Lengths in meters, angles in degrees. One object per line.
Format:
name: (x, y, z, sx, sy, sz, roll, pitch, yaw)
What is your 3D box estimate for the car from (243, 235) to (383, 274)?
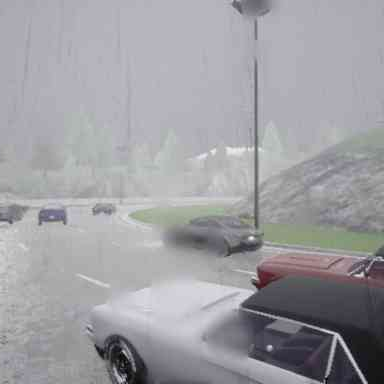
car: (3.514, 1.619, 5.901, 4.718, 1.301, 1.895, 0, 0, 37)

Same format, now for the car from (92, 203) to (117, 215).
car: (-9.425, 1.797, 36.235, 1.895, 1.301, 4.718, 0, 0, -5)

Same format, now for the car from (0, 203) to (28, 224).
car: (-14.503, 1.708, 25.747, 2.033, 1.411, 5.357, 0, 0, -17)

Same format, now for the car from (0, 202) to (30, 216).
car: (-20.121, 1.831, 37.139, 1.895, 1.301, 4.718, 0, 0, -2)

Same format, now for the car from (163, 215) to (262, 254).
car: (0.730, 1.624, 13.231, 1.994, 1.385, 4.181, 0, 0, -44)

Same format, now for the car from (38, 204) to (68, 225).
car: (-10.699, 1.628, 25.707, 1.882, 1.535, 5.008, 0, 0, -20)

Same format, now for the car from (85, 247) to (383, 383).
car: (0.970, 1.615, 3.477, 4.718, 1.301, 1.895, 0, 0, 38)
